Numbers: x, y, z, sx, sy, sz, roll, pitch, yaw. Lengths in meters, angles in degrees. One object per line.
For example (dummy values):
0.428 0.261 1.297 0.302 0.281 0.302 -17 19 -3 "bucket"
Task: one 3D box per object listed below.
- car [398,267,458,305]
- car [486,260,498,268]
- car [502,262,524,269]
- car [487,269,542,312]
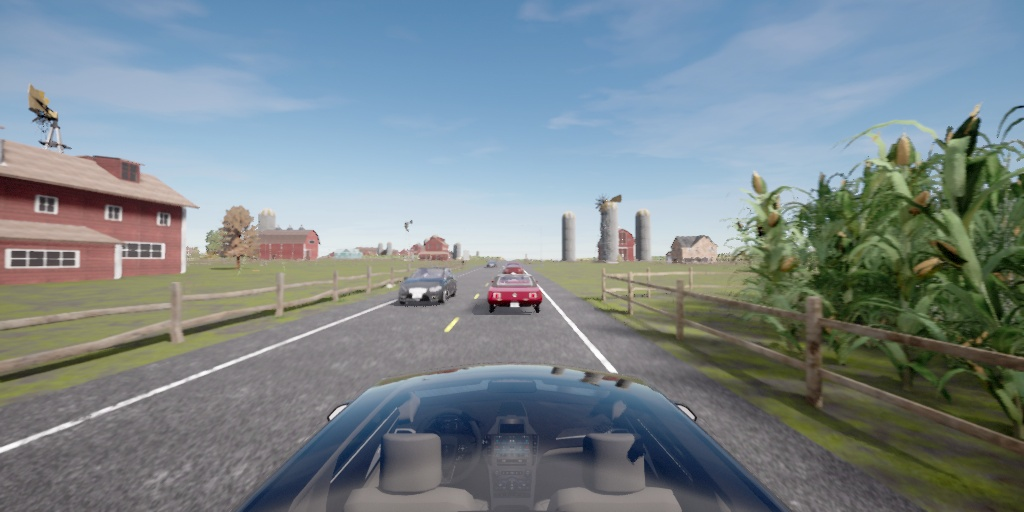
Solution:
-3.598 1.249 16.075 2.128 1.511 4.902 0 0 0 "car"
-3.493 1.357 63.634 1.812 1.442 4.674 0 0 0 "car"
0.107 1.300 32.235 1.812 1.442 4.674 0 0 0 "car"
0.100 1.357 14.264 1.895 1.301 4.718 0 0 0 "car"
